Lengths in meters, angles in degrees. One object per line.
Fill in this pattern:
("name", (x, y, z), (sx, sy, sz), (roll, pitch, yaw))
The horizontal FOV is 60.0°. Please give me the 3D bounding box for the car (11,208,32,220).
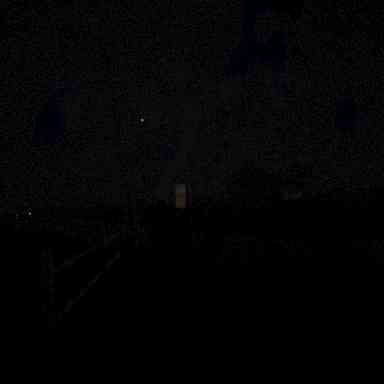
("car", (-23.787, 3.042, 46.340), (2.097, 1.767, 4.553), (-4, 1, -35))
